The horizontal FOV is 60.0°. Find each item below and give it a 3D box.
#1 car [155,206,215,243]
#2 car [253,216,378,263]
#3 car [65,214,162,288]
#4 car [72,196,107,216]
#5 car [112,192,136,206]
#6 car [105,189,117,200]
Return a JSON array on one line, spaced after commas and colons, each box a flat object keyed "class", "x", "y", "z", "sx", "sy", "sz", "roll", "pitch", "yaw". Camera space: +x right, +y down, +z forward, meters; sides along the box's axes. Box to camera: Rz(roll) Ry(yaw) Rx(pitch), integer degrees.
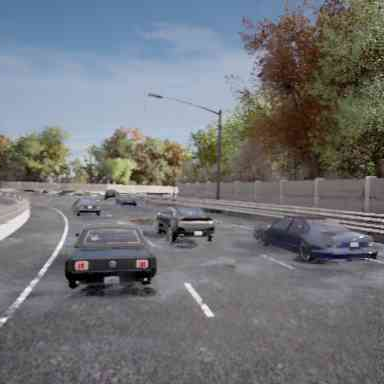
[{"class": "car", "x": -0.459, "y": 1.397, "z": 15.538, "sx": 2.128, "sy": 1.511, "sz": 4.902, "roll": 1, "pitch": 0, "yaw": -17}, {"class": "car", "x": 4.176, "y": 1.589, "z": 12.323, "sx": 2.033, "sy": 1.411, "sz": 5.357, "roll": 1, "pitch": 0, "yaw": -15}, {"class": "car", "x": -2.179, "y": 1.497, "z": 8.982, "sx": 1.895, "sy": 1.301, "sz": 4.718, "roll": 1, "pitch": 0, "yaw": -14}, {"class": "car", "x": -8.770, "y": 1.178, "z": 27.481, "sx": 2.033, "sy": 1.411, "sz": 5.357, "roll": 1, "pitch": 0, "yaw": -25}, {"class": "car", "x": -8.804, "y": 1.106, "z": 44.073, "sx": 1.994, "sy": 1.385, "sz": 4.181, "roll": 1, "pitch": 0, "yaw": -25}, {"class": "car", "x": -15.377, "y": 0.495, "z": 63.767, "sx": 2.150, "sy": 2.045, "sz": 5.566, "roll": 1, "pitch": 1, "yaw": -7}]
